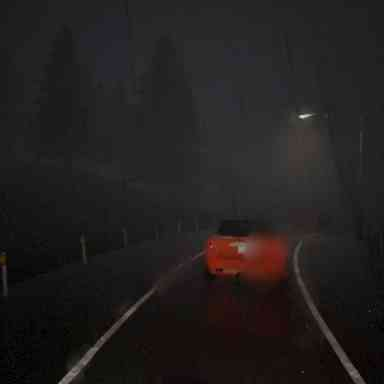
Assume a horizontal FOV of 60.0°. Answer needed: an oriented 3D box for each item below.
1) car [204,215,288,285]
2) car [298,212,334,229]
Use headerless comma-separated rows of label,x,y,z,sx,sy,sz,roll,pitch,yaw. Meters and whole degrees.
car,1.758,1.495,10.228,2.097,1.767,4.553,1,-1,13
car,11.301,2.532,30.161,2.033,1.411,5.357,2,-1,37
